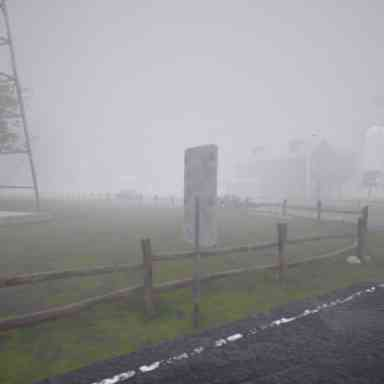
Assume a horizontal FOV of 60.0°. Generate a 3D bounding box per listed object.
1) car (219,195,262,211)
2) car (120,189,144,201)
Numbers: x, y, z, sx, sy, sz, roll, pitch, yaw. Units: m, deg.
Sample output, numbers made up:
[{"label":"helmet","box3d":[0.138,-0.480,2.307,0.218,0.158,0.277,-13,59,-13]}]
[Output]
[{"label":"car","box3d":[4.760,1.063,33.178,1.882,1.535,5.008,1,0,-35]},{"label":"car","box3d":[-9.862,0.479,53.898,2.150,2.045,5.566,1,0,-35]}]
